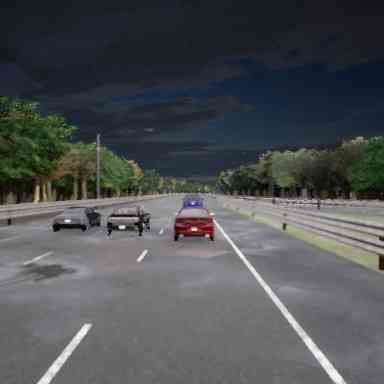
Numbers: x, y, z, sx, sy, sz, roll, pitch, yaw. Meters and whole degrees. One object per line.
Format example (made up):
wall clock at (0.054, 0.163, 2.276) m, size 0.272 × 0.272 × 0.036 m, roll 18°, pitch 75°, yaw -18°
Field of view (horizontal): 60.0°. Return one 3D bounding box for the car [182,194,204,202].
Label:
car at (0.101, 1.268, 36.191) m, size 2.150 × 2.045 × 5.566 m, roll 0°, pitch 0°, yaw 0°

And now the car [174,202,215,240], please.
car at (0.101, 1.491, 17.109) m, size 1.882 × 1.535 × 5.008 m, roll 0°, pitch 0°, yaw 0°

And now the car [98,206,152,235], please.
car at (-3.401, 1.507, 18.659) m, size 2.128 × 1.511 × 4.902 m, roll 0°, pitch 0°, yaw 0°

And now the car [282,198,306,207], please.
car at (16.570, 1.685, 54.224) m, size 1.882 × 1.535 × 5.008 m, roll 0°, pitch 0°, yaw -17°

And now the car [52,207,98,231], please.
car at (-6.901, 1.582, 20.473) m, size 1.994 × 1.385 × 4.181 m, roll 0°, pitch 0°, yaw 0°
